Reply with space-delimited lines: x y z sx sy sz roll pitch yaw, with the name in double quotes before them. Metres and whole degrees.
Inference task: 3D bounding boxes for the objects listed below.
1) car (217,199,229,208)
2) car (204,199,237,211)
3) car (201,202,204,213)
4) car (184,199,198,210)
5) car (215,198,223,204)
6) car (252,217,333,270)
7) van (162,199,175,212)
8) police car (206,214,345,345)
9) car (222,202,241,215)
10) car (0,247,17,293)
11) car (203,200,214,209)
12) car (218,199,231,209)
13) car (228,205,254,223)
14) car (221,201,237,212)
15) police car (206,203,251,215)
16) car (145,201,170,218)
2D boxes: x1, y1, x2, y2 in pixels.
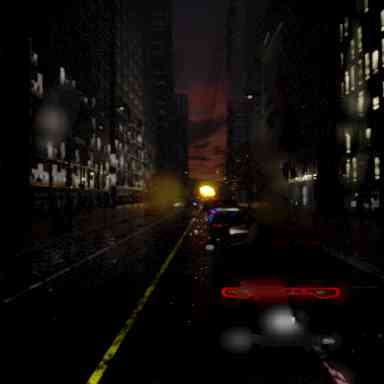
"car" 5.890 2.083 63.184 1.967 1.590 4.097 -1 -1 3
"car" 2.106 1.471 22.758 2.150 2.045 5.566 -1 -1 3
"car" 2.298 2.016 44.574 1.812 1.442 4.674 -1 -1 3
"car" -0.181 1.985 55.622 2.097 1.767 4.553 -1 -1 3
"car" 7.010 2.400 85.925 1.887 1.381 4.507 -1 -1 3
"car" 3.374 1.688 12.015 1.802 1.307 4.206 -1 -1 3
"van" -3.320 1.915 46.544 1.690 1.788 3.998 -1 -1 3
"police car" 1.326 1.493 6.856 1.930 1.638 5.238 -1 -1 3
"car" 4.772 1.970 40.442 2.008 1.369 4.403 -1 -1 3
"car" -5.276 1.721 6.743 1.802 1.307 4.206 -1 -1 3
"car" 2.956 2.130 58.299 1.837 1.490 4.892 -1 -1 3
"car" 5.611 2.028 57.499 1.967 1.590 4.097 -1 -1 3
"car" 4.213 1.879 29.071 1.802 1.307 4.206 -1 -1 3
"car" 5.052 2.028 46.127 2.008 1.369 4.403 -1 -1 3
"police car" 1.817 1.605 16.843 1.930 1.638 5.238 -1 -1 3
"car" -3.877 2.007 35.171 2.008 1.369 4.403 -1 -1 3
